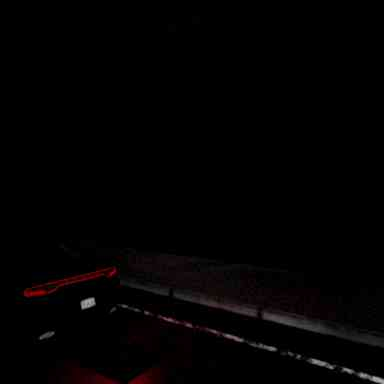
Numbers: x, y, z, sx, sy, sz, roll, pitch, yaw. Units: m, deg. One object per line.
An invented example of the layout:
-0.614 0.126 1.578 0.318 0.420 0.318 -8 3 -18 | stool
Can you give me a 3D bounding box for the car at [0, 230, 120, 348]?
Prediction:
-3.560 1.466 6.244 5.008 1.535 1.882 0 0 34 | car
